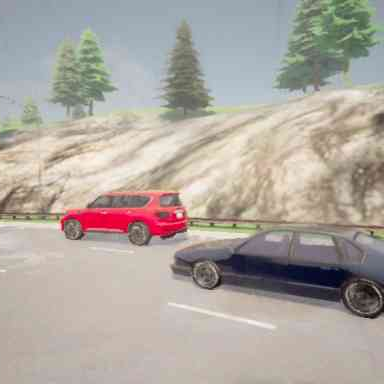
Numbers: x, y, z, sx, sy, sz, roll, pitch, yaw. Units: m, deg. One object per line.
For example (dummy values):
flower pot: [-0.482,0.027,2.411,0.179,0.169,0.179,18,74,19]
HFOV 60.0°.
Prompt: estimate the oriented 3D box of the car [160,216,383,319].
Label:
car: [2.151,1.376,6.915,5.357,1.411,2.033,0,1,32]

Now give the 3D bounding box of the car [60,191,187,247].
car: [-2.872,0.984,13.806,5.566,2.045,2.150,0,1,27]
